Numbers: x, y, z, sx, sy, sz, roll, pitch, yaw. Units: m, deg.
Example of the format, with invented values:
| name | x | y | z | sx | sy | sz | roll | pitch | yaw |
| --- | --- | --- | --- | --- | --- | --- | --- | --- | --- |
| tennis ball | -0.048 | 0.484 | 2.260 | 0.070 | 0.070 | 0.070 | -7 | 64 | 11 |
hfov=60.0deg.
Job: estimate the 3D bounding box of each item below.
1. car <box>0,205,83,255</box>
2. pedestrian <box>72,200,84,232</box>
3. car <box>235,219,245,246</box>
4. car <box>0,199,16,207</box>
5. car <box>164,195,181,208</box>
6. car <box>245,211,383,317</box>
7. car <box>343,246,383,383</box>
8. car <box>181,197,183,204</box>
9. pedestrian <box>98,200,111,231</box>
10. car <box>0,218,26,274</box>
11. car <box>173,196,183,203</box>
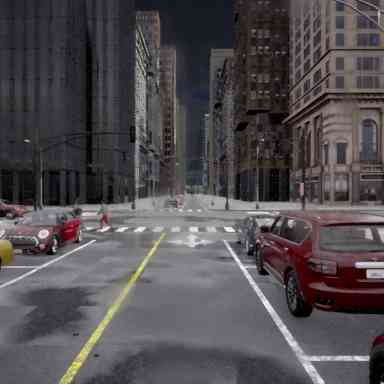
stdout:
| name | x | y | z | sx | sy | sz | roll | pitch | yaw |
| --- | --- | --- | --- | --- | --- | --- | --- | --- | --- |
| car | -5.768 | 1.439 | 12.989 | 1.967 | 1.590 | 4.097 | 0 | 0 | 0 |
| pedestrian | -6.385 | 1.292 | 18.469 | 0.375 | 1.860 | 0.375 | 0 | 0 | 0 |
| car | 2.758 | 1.550 | 12.991 | 2.008 | 1.369 | 4.403 | 0 | 0 | 0 |
| car | -16.340 | 1.398 | 28.385 | 4.553 | 1.767 | 2.097 | 0 | 0 | 0 |
| car | -2.983 | 1.547 | 48.265 | 2.033 | 1.411 | 5.357 | 0 | 0 | -1 |
| car | 2.758 | 1.314 | 7.389 | 2.192 | 1.841 | 5.009 | 0 | 0 | 0 |
| car | 2.759 | 1.440 | 1.787 | 1.967 | 1.590 | 4.097 | 0 | 0 | 0 |
| car | -2.936 | 1.353 | 58.388 | 2.097 | 1.767 | 4.553 | 0 | 0 | 0 |
| pedestrian | -5.011 | 1.297 | 19.075 | 0.375 | 1.860 | 0.375 | 0 | 0 | 0 |
| car | -5.767 | 1.524 | 7.217 | 1.752 | 1.417 | 4.829 | 0 | 0 | 0 |
| car | -2.851 | 1.605 | 68.580 | 1.895 | 1.301 | 4.718 | 0 | 0 | 1 |
